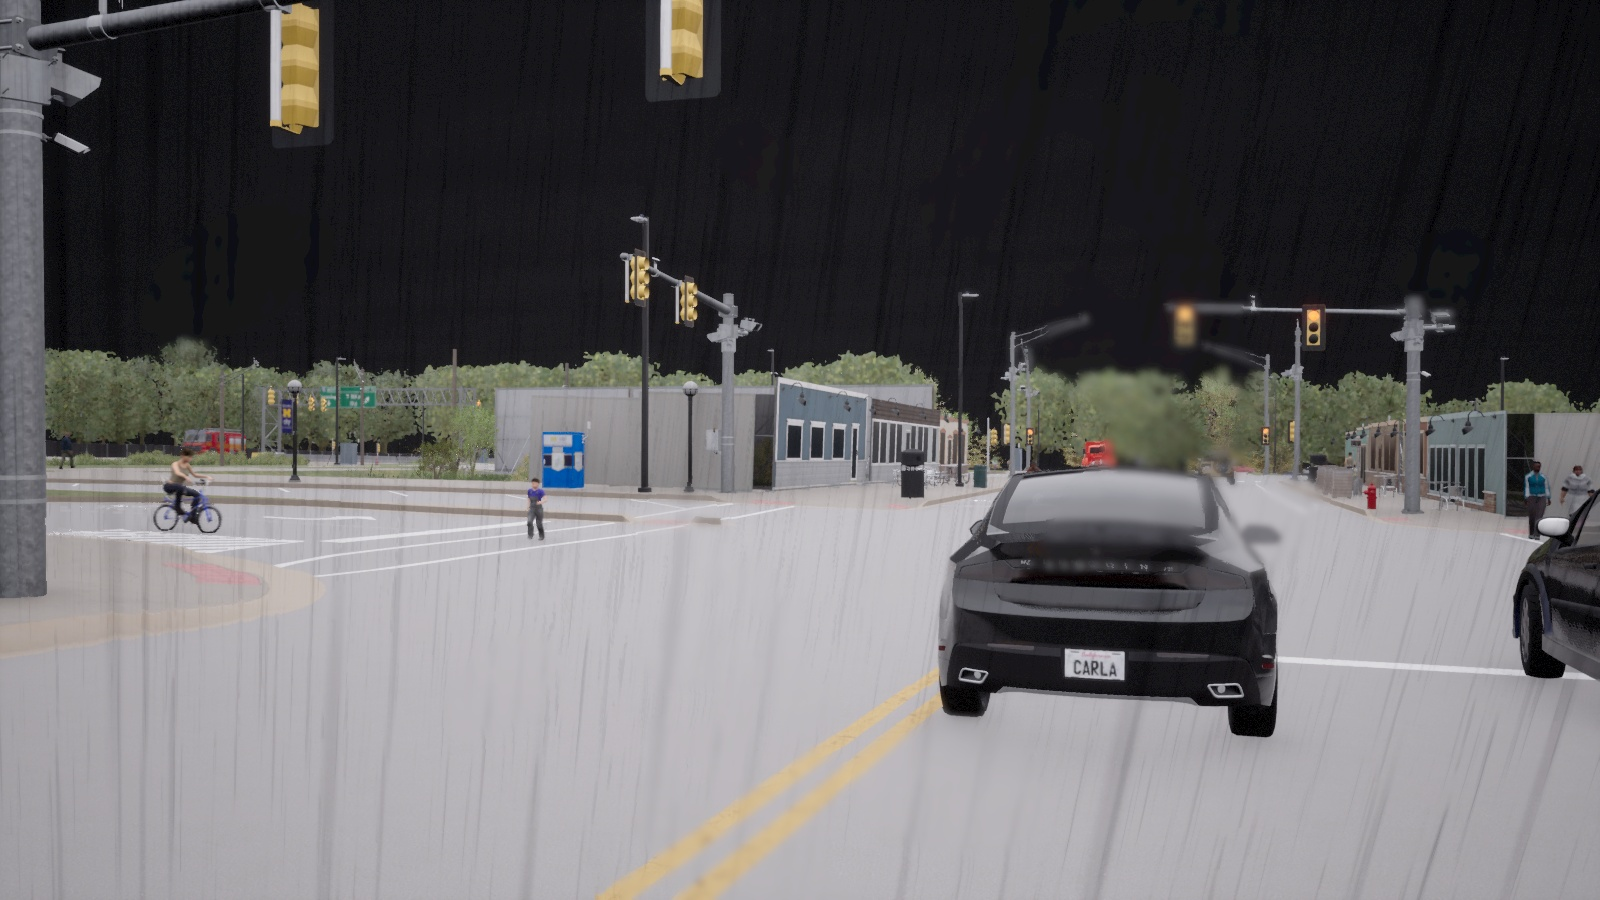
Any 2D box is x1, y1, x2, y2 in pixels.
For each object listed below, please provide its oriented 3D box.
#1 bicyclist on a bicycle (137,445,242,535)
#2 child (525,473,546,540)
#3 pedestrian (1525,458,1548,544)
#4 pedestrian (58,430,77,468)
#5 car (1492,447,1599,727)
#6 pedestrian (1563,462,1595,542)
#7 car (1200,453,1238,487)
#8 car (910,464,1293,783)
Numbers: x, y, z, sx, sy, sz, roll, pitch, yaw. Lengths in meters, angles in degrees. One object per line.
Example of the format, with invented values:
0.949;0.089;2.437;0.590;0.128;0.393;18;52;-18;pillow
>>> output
-11.617;0.760;23.932;1.509;1.612;0.866;2;-1;12;bicyclist on a bicycle
-5.062;1.078;24.052;0.270;1.263;0.437;0;1;4;child
16.821;1.160;28.684;0.396;1.930;0.692;1;1;27;pedestrian
-35.389;-0.048;60.641;0.402;1.842;0.726;1;1;14;pedestrian
5.806;0.822;7.885;1.851;1.617;3.988;1;-1;18;car
19.420;1.285;31.319;0.659;1.952;0.873;1;1;32;pedestrian
23.680;1.097;71.105;1.932;1.855;4.605;1;0;17;car
2.155;0.886;8.577;1.837;1.490;4.892;1;-1;17;car
